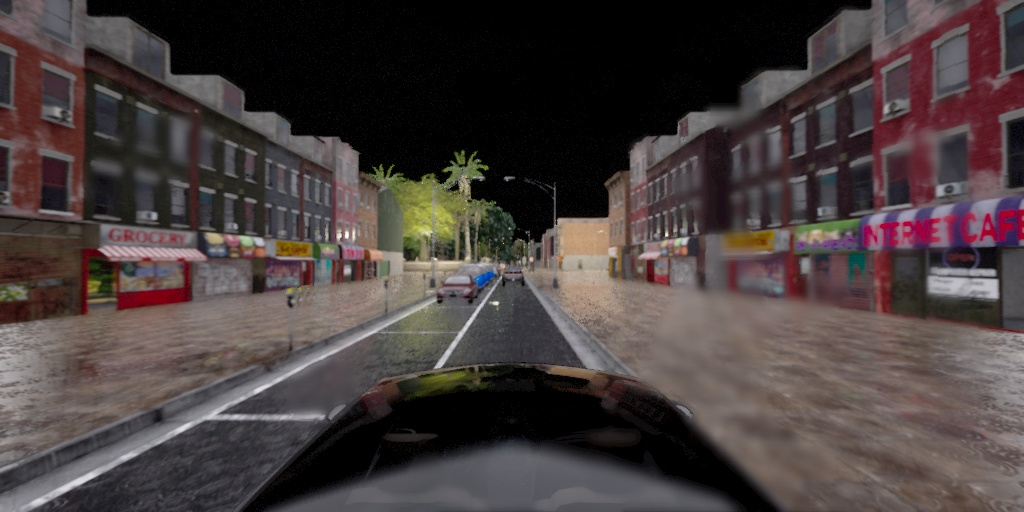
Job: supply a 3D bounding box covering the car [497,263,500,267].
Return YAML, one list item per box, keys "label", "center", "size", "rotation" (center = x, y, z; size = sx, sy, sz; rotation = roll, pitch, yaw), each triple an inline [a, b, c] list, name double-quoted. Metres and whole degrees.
- label: "car"
  center: [-2.625, 1.980, 45.437]
  size: [2.007, 1.370, 4.403]
  rotation: [0, 0, 0]

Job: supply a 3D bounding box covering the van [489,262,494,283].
- label: "van"
  center: [-2.629, 1.510, 29.047]
  size: [1.690, 1.789, 3.998]
  rotation: [0, 0, 0]

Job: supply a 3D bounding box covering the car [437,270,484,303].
- label: "car"
  center: [-2.632, 1.579, 18.119]
  size: [1.802, 1.307, 4.207]
  rotation: [0, 0, 0]

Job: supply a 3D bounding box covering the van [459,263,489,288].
- label: "van"
  center: [-2.631, 1.424, 23.583]
  size: [1.690, 1.789, 3.998]
  rotation: [0, 0, 0]

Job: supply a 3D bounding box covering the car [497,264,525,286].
- label: "car"
  center: [0.108, 1.684, 30.450]
  size: [2.128, 1.511, 4.902]
  rotation: [0, -1, 0]

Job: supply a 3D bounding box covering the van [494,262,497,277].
- label: "van"
  center: [-2.628, 1.597, 34.510]
  size: [1.690, 1.789, 3.998]
  rotation: [0, 0, 0]
